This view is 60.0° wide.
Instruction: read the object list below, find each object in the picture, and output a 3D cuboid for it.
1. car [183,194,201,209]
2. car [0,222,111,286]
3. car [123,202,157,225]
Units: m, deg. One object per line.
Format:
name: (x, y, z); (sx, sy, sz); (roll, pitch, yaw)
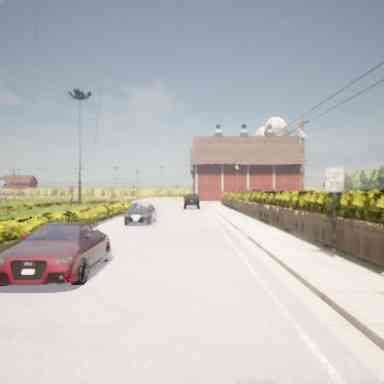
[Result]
car: (-0.019, 1.215, 45.558); (2.150, 2.045, 5.566); (0, 0, 0)
car: (-3.612, 1.563, 9.282); (1.994, 1.385, 4.181); (0, 0, -1)
car: (-3.598, 1.487, 23.802); (2.128, 1.511, 4.902); (0, 0, 0)
